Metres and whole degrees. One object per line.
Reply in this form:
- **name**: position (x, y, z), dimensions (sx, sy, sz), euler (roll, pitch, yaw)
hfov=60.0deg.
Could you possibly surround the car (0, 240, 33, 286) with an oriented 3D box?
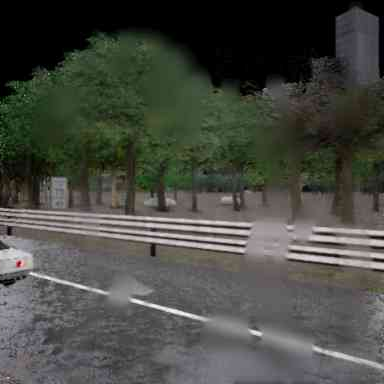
- **car**: position (-5.993, 1.601, 8.141), dimensions (4.718, 1.301, 1.895), euler (0, 0, 35)
